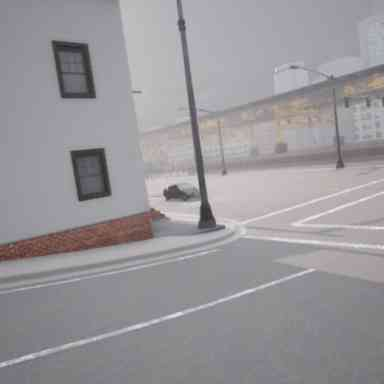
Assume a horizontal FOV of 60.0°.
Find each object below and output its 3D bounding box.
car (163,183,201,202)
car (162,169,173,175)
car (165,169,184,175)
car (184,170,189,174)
[{"bbox_3d":[-0.845,-0.021,28.563,1.812,1.442,4.674,-11,7,-34],"label":"car"},{"bbox_3d":[-6.388,-5.237,88.009,1.853,1.218,4.536,-7,6,9],"label":"car"},{"bbox_3d":[-3.689,-5.232,84.176,4.536,1.218,1.853,-6,6,19],"label":"car"},{"bbox_3d":[0.004,-5.194,80.262,2.038,1.542,4.974,-8,5,-6],"label":"car"}]
